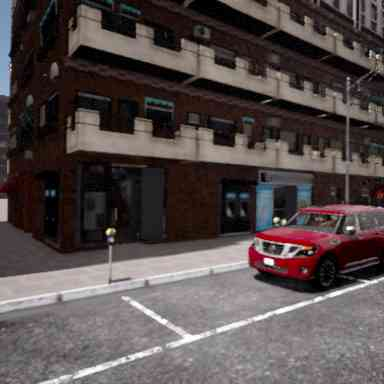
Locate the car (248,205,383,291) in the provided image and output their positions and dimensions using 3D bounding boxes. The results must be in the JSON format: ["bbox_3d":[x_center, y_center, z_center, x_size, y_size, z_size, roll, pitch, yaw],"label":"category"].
[{"bbox_3d":[3.870,1.327,9.304,5.009,1.841,2.192,0,1,-35],"label":"car"}]
